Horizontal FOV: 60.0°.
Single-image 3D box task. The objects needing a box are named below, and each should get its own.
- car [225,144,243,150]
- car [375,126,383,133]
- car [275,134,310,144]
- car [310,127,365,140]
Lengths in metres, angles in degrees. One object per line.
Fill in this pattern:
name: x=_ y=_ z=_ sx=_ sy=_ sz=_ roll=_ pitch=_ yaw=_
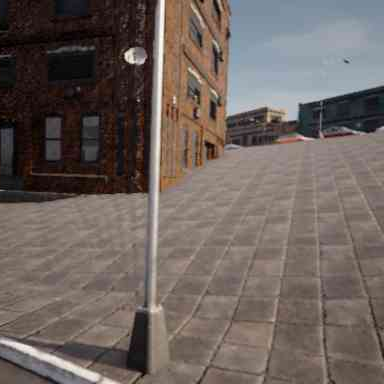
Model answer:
car: x=5.417 y=-5.711 z=45.076 sx=2.231 sy=1.521 sz=4.892 roll=1 pitch=2 yaw=-31
car: x=16.741 y=-4.810 z=25.987 sx=2.002 sy=1.452 sz=4.674 roll=1 pitch=2 yaw=-31
car: x=11.038 y=-5.418 z=35.605 sx=2.185 sy=1.767 sz=4.553 roll=1 pitch=2 yaw=-31
car: x=13.853 y=-5.202 z=30.861 sx=2.185 sy=1.767 sz=4.553 roll=1 pitch=2 yaw=-31
